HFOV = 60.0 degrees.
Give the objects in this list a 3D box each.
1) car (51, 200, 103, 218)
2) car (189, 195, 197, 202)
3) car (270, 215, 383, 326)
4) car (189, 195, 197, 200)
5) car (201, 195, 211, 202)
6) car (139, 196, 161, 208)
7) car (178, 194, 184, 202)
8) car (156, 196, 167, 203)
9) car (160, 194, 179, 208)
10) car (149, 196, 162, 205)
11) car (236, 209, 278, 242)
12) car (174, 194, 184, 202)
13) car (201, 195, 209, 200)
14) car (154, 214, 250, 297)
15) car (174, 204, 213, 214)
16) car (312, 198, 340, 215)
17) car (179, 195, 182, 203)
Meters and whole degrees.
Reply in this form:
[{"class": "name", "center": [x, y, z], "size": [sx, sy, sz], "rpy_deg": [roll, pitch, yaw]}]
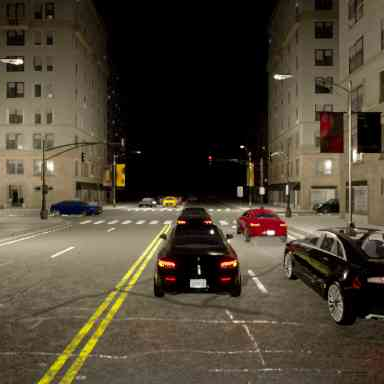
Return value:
[{"class": "car", "center": [-10.461, 1.469, 30.313], "size": [5.008, 1.535, 1.882], "rpy_deg": [0, -1, 21]}, {"class": "car", "center": [0.174, 1.615, 78.539], "size": [1.895, 1.301, 4.718], "rpy_deg": [0, 0, 0]}, {"class": "car", "center": [3.353, 1.493, 7.051], "size": [2.128, 1.511, 4.902], "rpy_deg": [0, 0, 1]}, {"class": "car", "center": [0.196, 1.443, 88.512], "size": [1.994, 1.385, 4.181], "rpy_deg": [0, 0, 0]}, {"class": "car", "center": [3.423, 1.559, 78.085], "size": [2.033, 1.411, 5.357], "rpy_deg": [0, 0, 0]}, {"class": "car", "center": [-6.461, 1.566, 49.155], "size": [2.033, 1.411, 5.357], "rpy_deg": [0, 0, 4]}, {"class": "car", "center": [-3.110, 1.374, 68.231], "size": [2.097, 1.767, 4.553], "rpy_deg": [0, 0, 0]}, {"class": "car", "center": [-6.348, 1.548, 69.046], "size": [1.812, 1.442, 4.674], "rpy_deg": [0, 0, 0]}, {"class": "car", "center": [-3.245, 1.496, 49.442], "size": [1.882, 1.535, 5.008], "rpy_deg": [0, 0, -1]}, {"class": "car", "center": [-6.449, 1.526, 58.894], "size": [1.837, 1.490, 4.892], "rpy_deg": [0, 0, 0]}, {"class": "car", "center": [3.284, 1.530, 16.145], "size": [1.812, 1.442, 4.674], "rpy_deg": [0, 0, 0]}, {"class": "car", "center": [-3.077, 1.355, 78.193], "size": [2.097, 1.767, 4.553], "rpy_deg": [0, 0, 0]}, {"class": "car", "center": [3.446, 1.444, 88.505], "size": [1.994, 1.385, 4.181], "rpy_deg": [0, 0, 0]}, {"class": "car", "center": [0.115, 1.527, 8.451], "size": [1.812, 1.442, 4.674], "rpy_deg": [0, 0, 0]}, {"class": "car", "center": [0.136, 1.530, 17.360], "size": [1.812, 1.442, 4.674], "rpy_deg": [0, 0, 0]}, {"class": "car", "center": [14.836, 1.412, 34.400], "size": [4.553, 1.767, 2.097], "rpy_deg": [0, 0, 1]}, {"class": "car", "center": [-3.199, 1.622, 58.780], "size": [1.895, 1.301, 4.718], "rpy_deg": [0, 0, 0]}]
